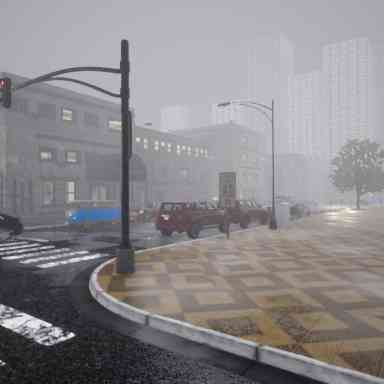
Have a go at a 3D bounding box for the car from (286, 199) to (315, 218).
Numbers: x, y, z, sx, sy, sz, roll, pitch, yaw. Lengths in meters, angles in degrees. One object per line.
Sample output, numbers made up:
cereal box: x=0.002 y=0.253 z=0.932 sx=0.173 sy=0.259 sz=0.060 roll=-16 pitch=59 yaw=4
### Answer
car: x=9.760 y=1.657 z=31.292 sx=1.947 sy=1.339 sz=4.313 roll=-1 pitch=-1 yaw=35

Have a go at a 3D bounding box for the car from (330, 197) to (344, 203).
car: x=34.892 y=1.915 z=81.191 sx=2.008 sy=1.369 sz=4.403 roll=-1 pitch=-1 yaw=35

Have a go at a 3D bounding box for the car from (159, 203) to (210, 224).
car: x=-0.518 y=1.648 z=26.806 sx=1.994 sy=1.385 sz=4.181 roll=0 pitch=0 yaw=35

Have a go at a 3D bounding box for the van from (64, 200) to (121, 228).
van: x=-6.667 y=1.414 z=22.626 sx=1.690 sy=1.788 sz=3.998 roll=-1 pitch=0 yaw=35

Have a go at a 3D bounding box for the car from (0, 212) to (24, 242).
car: x=-10.138 y=1.544 z=14.697 sx=4.892 sy=1.490 sz=1.837 roll=1 pitch=0 yaw=-43

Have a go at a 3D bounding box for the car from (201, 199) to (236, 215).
car: x=2.924 y=1.570 z=36.141 sx=1.967 sy=1.590 sz=4.097 roll=-1 pitch=-1 yaw=35

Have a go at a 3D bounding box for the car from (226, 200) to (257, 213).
car: x=6.120 y=1.701 z=40.644 sx=2.008 sy=1.369 sz=4.403 roll=-1 pitch=-1 yaw=35

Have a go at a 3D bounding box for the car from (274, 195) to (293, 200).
car: x=11.717 y=1.385 z=43.979 sx=2.150 sy=2.045 sz=5.566 roll=0 pitch=-1 yaw=36

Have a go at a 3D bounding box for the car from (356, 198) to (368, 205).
car: x=32.137 y=1.801 z=62.828 sx=2.008 sy=1.369 sz=4.403 roll=-1 pitch=-1 yaw=35

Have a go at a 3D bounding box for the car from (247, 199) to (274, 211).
car: x=9.318 y=1.722 z=45.150 sx=2.008 sy=1.369 sz=4.403 roll=-1 pitch=-1 yaw=35

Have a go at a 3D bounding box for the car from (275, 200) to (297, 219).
car: x=6.563 y=1.616 z=26.787 sx=1.887 sy=1.381 sz=4.507 roll=-1 pitch=-1 yaw=35

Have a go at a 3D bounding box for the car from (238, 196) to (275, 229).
car: x=3.365 y=1.368 z=22.284 sx=2.192 sy=1.841 sz=5.009 roll=-1 pitch=-1 yaw=35

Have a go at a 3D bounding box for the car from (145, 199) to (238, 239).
car: x=0.169 y=1.350 z=17.779 sx=2.192 sy=1.841 sz=5.009 roll=-1 pitch=-1 yaw=35

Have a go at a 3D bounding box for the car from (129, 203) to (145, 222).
car: x=-3.470 y=1.531 z=27.130 sx=1.967 sy=1.590 sz=4.097 roll=-1 pitch=-1 yaw=35

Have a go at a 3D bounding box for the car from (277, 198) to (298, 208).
car: x=15.612 y=1.742 z=54.021 sx=1.752 sy=1.417 sz=4.829 roll=-1 pitch=-1 yaw=35

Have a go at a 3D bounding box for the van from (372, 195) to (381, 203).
van: x=44.923 y=1.693 z=80.851 sx=1.690 sy=1.788 sz=3.998 roll=-1 pitch=-1 yaw=35
